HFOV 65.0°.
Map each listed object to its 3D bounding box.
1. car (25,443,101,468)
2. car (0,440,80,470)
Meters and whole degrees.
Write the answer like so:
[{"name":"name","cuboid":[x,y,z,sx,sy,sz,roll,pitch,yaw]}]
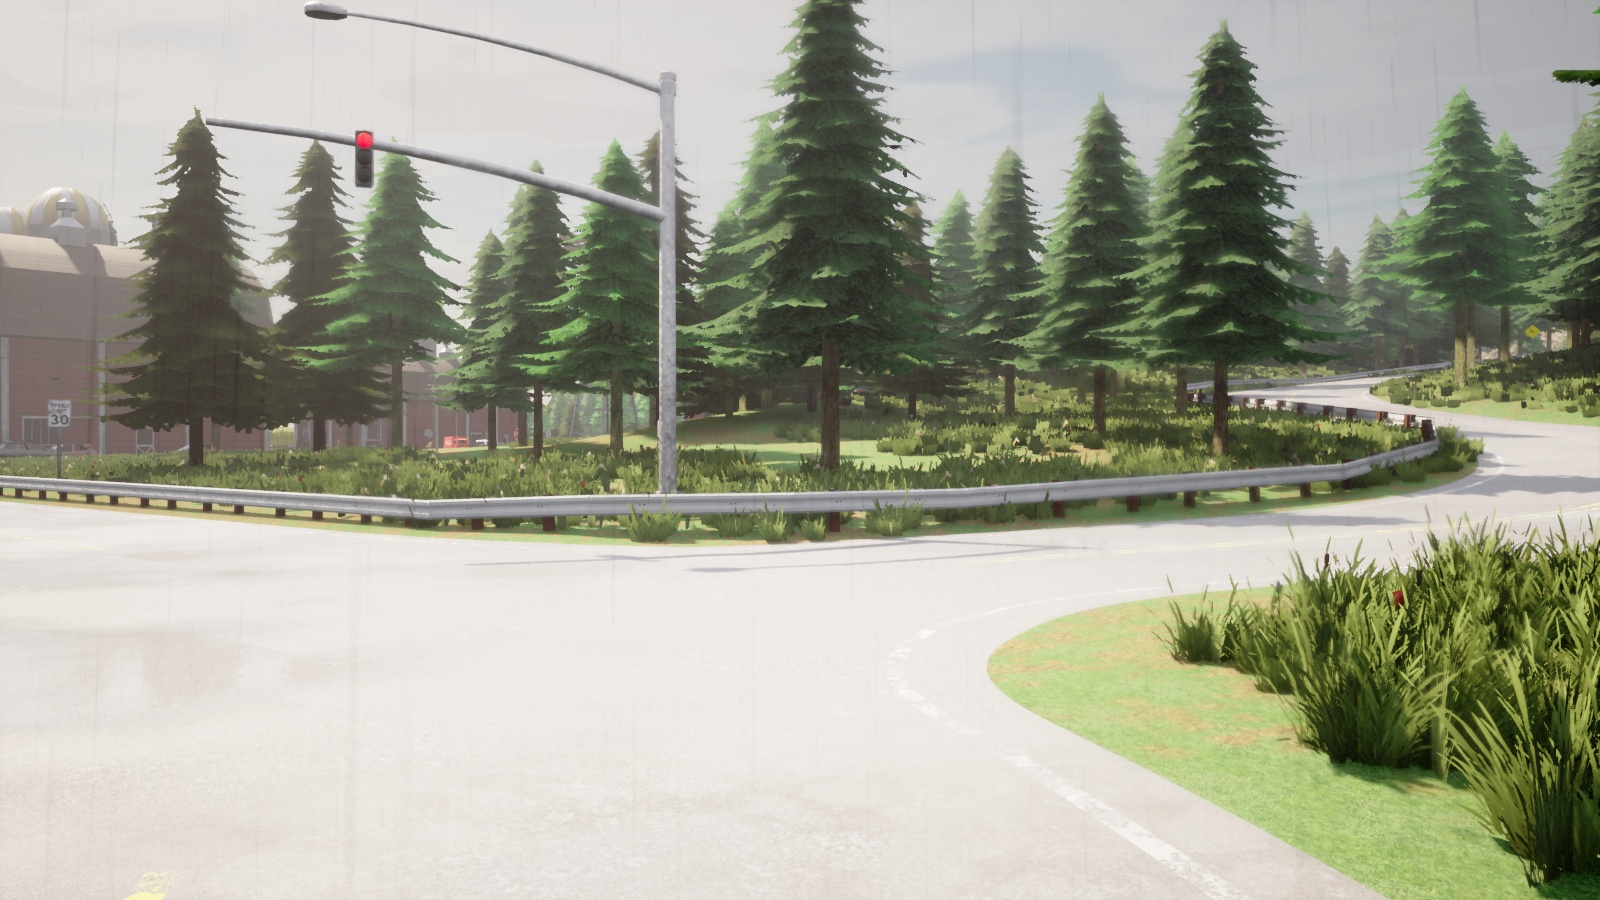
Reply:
[{"name":"car","cuboid":[-45.148,0.316,76.977,1.845,1.501,3.633,0,0,40]},{"name":"car","cuboid":[-44.491,0.259,72.326,2.033,1.649,4.856,0,0,40]}]
